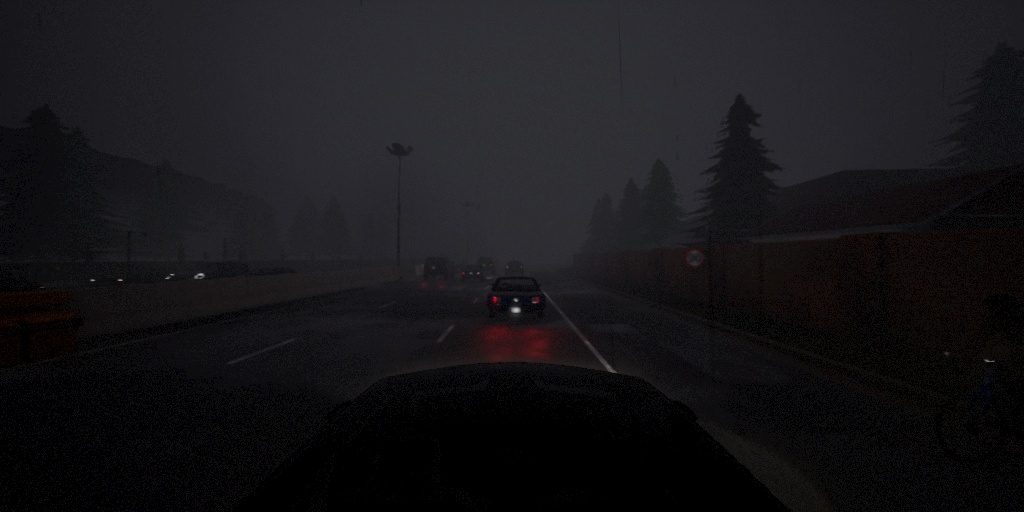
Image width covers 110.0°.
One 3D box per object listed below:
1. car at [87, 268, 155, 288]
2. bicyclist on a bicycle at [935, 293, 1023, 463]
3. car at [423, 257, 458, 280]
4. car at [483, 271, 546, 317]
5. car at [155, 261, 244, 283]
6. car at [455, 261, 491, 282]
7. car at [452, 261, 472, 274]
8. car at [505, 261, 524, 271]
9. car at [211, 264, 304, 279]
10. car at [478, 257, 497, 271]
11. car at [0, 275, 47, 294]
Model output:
[{"bbox_3d":[-20.913,1.339,20.635,1.895,1.301,4.718,0,0,0],"label":"car"},{"bbox_3d":[4.894,1.184,3.458,1.656,1.620,0.582,-1,0,0],"label":"bicyclist on a bicycle"},{"bbox_3d":[-6.742,1.100,33.591,2.150,2.045,5.566,0,0,1],"label":"car"},{"bbox_3d":[0.148,1.413,13.412,1.895,1.301,4.718,0,0,0],"label":"car"},{"bbox_3d":[-17.499,1.100,21.013,2.097,1.767,4.553,0,0,-1],"label":"car"},{"bbox_3d":[-3.257,1.432,31.121,2.033,1.411,5.357,0,0,0],"label":"car"},{"bbox_3d":[-6.493,1.475,47.146,1.812,1.442,4.674,0,0,3],"label":"car"},{"bbox_3d":[0.310,1.308,40.888,2.097,1.767,4.553,0,0,1],"label":"car"},{"bbox_3d":[-13.913,1.327,20.628,2.033,1.411,5.357,0,0,0],"label":"car"},{"bbox_3d":[-3.125,1.177,44.050,2.150,2.045,5.566,0,0,1],"label":"car"},{"bbox_3d":[-17.550,1.220,10.869,1.812,1.442,4.674,0,0,0],"label":"car"}]
